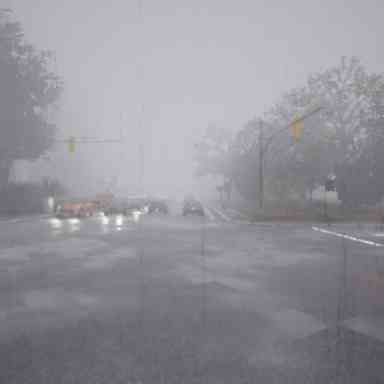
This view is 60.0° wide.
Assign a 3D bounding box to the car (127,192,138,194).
[{"bbox_3d":[-10.922,1.065,60.826,2.150,2.045,5.566,0,0,-3],"label":"car"}]

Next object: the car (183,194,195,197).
[{"bbox_3d":[-0.540,1.180,63.237,2.097,1.767,4.553,0,0,-4],"label":"car"}]

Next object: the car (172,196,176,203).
[{"bbox_3d":[-4.005,1.381,62.473,2.033,1.411,5.357,0,0,-4],"label":"car"}]

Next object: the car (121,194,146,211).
[{"bbox_3d":[-7.064,1.426,40.868,1.882,1.535,5.008,0,0,0],"label":"car"}]

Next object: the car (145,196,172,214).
[{"bbox_3d":[-3.401,1.467,34.729,1.837,1.490,4.892,0,0,0],"label":"car"}]

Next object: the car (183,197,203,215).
[{"bbox_3d":[0.099,1.529,33.218,1.994,1.385,4.181,0,0,0],"label":"car"}]

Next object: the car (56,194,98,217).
[{"bbox_3d":[-10.619,1.320,30.445,2.097,1.767,4.553,0,0,1],"label":"car"}]

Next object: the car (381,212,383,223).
[{"bbox_3d":[14.116,1.201,19.487,5.566,2.045,2.150,0,0,-6],"label":"car"}]

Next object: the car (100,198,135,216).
[{"bbox_3d":[-7.092,1.530,32.059,1.994,1.385,4.181,0,0,0],"label":"car"}]

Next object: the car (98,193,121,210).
[{"bbox_3d":[-10.561,1.172,40.030,2.150,2.045,5.566,0,0,0],"label":"car"}]
